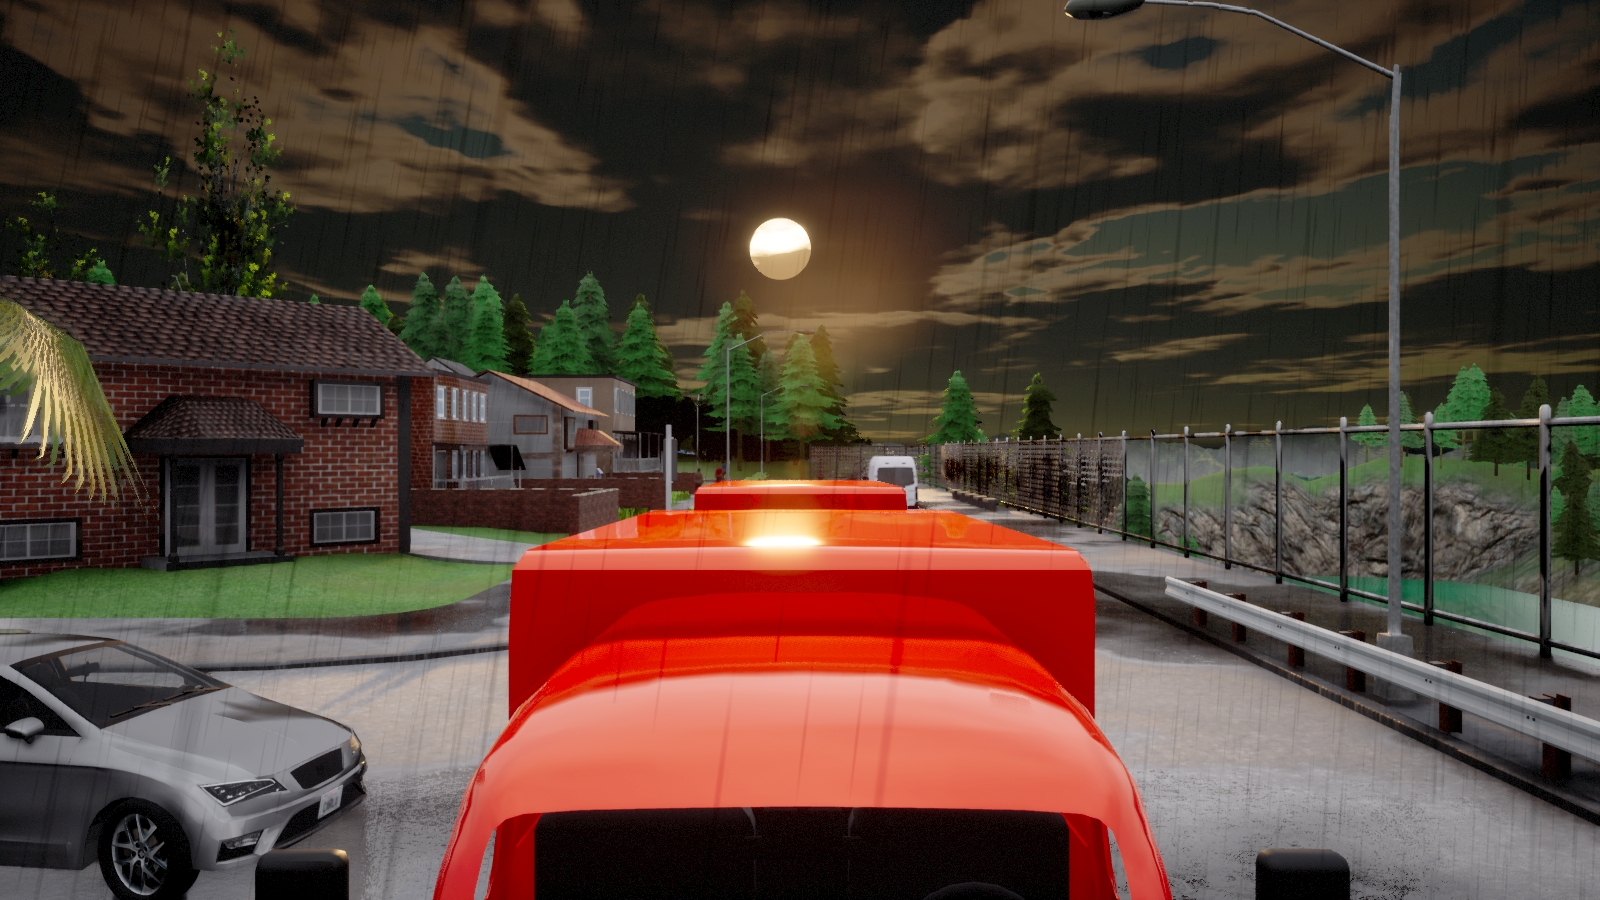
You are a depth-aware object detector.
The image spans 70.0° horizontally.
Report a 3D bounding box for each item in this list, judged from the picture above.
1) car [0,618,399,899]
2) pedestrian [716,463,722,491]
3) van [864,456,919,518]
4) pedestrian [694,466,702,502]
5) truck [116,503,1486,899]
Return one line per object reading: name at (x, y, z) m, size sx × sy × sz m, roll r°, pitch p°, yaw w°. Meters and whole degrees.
car at (-5.218, 2.069, 7.982) m, size 4.193 × 1.474 × 1.816 m, roll 0°, pitch 0°, yaw 8°
pedestrian at (-5.291, 1.775, 74.699) m, size 0.375 × 1.860 × 0.375 m, roll 0°, pitch 0°, yaw 0°
van at (3.992, 1.554, 50.705) m, size 1.988 × 2.561 × 5.915 m, roll 0°, pitch 0°, yaw 0°
pedestrian at (-5.296, 1.769, 59.533) m, size 0.375 × 1.860 × 0.375 m, roll 0°, pitch 0°, yaw 0°
truck at (0.003, 1.571, 4.792) m, size 2.627 × 2.467 × 5.204 m, roll 0°, pitch 0°, yaw 0°
